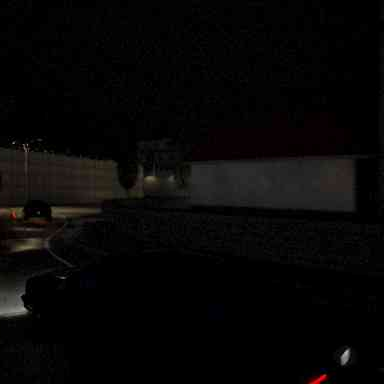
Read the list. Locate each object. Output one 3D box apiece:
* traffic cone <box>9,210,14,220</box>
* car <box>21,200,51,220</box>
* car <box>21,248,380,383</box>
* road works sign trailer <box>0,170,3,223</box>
[{"bbox_3d":[-14.356,1.904,26.433,0.340,0.580,0.340,0,0,-27],"label":"traffic cone"},{"bbox_3d":[-13.018,1.438,27.721,1.882,1.535,5.008,1,0,-30],"label":"car"},{"bbox_3d":[-0.463,1.556,4.731,5.357,1.411,2.033,0,0,41],"label":"car"},{"bbox_3d":[-12.517,0.413,19.517,2.380,3.560,2.880,0,0,-27],"label":"road works sign trailer"}]
